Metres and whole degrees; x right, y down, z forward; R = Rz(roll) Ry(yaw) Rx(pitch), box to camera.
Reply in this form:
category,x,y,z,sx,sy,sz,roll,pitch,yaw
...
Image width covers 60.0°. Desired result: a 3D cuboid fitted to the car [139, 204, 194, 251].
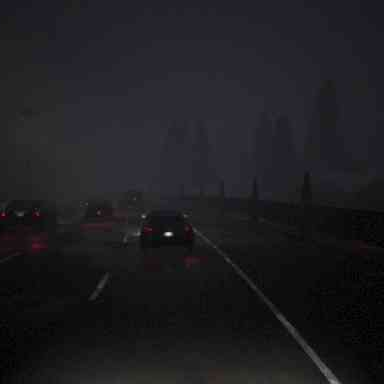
category,x,y,z,sx,sy,sz,roll,pitch,yaw
car,-1.102,1.418,13.578,1.994,1.385,4.181,0,1,-8

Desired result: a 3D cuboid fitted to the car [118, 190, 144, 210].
category,x,y,z,sx,sy,sz,roll,pitch,yaw
car,-6.663,0.842,36.166,2.150,2.045,5.566,0,1,-20

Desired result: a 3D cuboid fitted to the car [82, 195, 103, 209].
category,x,y,z,sx,sy,sz,roll,pitch,yaw
car,-12.000,1.153,40.007,1.994,1.385,4.181,0,1,-22

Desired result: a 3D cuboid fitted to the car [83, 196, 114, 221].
category,x,y,z,sx,sy,sz,roll,pitch,yaw
car,-6.836,1.222,24.733,1.882,1.535,5.008,0,1,-14

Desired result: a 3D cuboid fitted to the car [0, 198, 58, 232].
category,x,y,z,sx,sy,sz,roll,pitch,yaw
car,-9.101,1.163,18.951,2.097,1.767,4.553,0,1,-11
